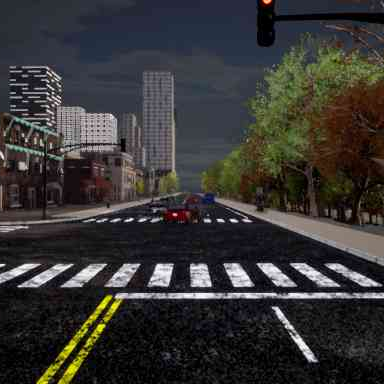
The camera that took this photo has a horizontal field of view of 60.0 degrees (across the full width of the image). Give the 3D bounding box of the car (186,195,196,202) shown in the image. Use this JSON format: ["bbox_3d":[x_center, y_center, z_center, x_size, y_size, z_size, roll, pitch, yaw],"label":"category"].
[{"bbox_3d":[-0.189,1.510,74.473,2.033,1.411,5.357,0,0,0],"label":"car"}]

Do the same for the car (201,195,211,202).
[{"bbox_3d":[3.057,1.448,74.409,1.882,1.535,5.008,0,0,0],"label":"car"}]

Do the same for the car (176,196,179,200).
[{"bbox_3d":[-3.467,1.486,53.172,1.837,1.490,4.892,0,0,0],"label":"car"}]

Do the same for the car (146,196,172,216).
[{"bbox_3d":[-3.429,1.481,32.982,2.128,1.511,4.902,0,0,0],"label":"car"}]

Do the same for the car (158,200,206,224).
[{"bbox_3d":[-0.619,1.557,25.132,1.994,1.385,4.181,0,0,18],"label":"car"}]

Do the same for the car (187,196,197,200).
[{"bbox_3d":[-0.059,1.540,64.485,1.994,1.385,4.181,0,0,-1],"label":"car"}]

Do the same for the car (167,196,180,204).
[{"bbox_3d":[-3.456,1.468,63.562,2.128,1.511,4.902,0,0,1],"label":"car"}]

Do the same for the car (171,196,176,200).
[{"bbox_3d":[-3.449,1.490,43.032,1.837,1.490,4.892,0,0,0],"label":"car"}]

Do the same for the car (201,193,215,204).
[{"bbox_3d":[3.187,1.197,63.834,2.150,2.045,5.566,0,0,0],"label":"car"}]
